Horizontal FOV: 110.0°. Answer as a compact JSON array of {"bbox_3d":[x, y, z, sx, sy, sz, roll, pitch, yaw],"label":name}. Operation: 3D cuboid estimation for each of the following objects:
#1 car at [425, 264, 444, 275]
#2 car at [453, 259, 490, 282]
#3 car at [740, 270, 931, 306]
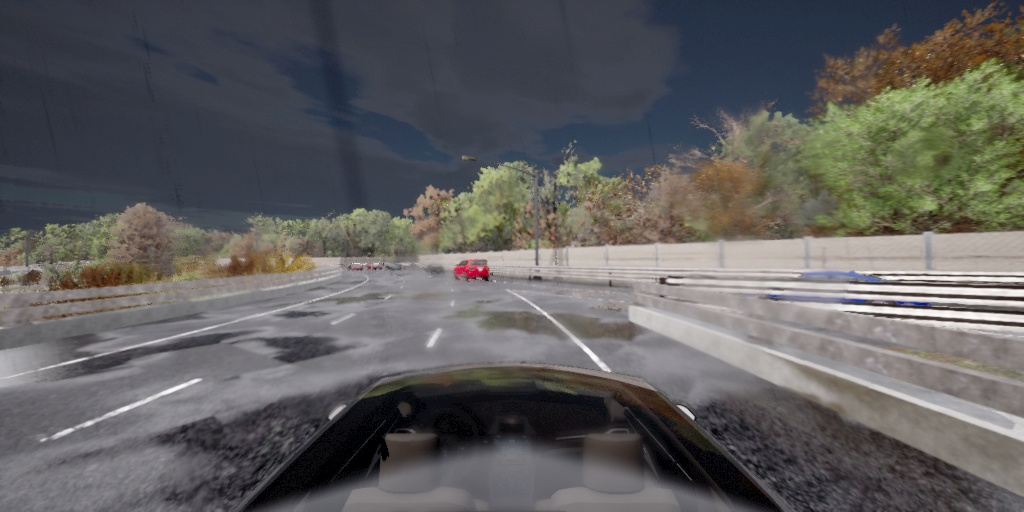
[{"bbox_3d":[-10.795,1.810,49.739,1.882,1.535,5.008,0,-1,-25],"label":"car"},{"bbox_3d":[-3.826,1.306,33.580,2.150,2.045,5.566,0,-1,-24],"label":"car"},{"bbox_3d":[10.926,1.283,12.656,1.882,1.535,5.008,0,-2,-44],"label":"car"}]
